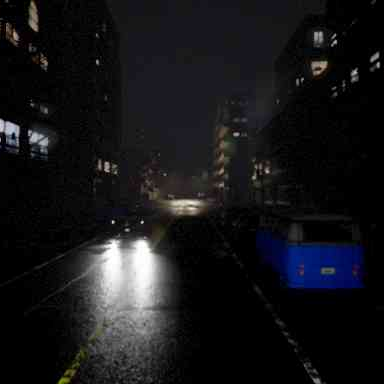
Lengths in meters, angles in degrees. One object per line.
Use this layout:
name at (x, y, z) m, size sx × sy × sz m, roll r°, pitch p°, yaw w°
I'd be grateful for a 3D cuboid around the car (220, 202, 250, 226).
car at (2.661, 1.497, 19.729) m, size 1.947 × 1.339 × 4.313 m, roll 0°, pitch 0°, yaw 0°

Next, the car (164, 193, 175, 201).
car at (-5.824, 1.351, 80.425) m, size 1.947 × 1.339 × 4.313 m, roll 0°, pitch 0°, yaw 0°

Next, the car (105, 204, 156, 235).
car at (-3.130, 1.537, 18.326) m, size 1.895 × 1.301 × 4.718 m, roll 0°, pitch 0°, yaw 0°

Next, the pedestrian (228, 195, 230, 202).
pedestrian at (6.044, 1.077, 54.116) m, size 0.500 × 1.100 × 0.500 m, roll 0°, pitch 0°, yaw 0°

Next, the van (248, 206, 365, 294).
van at (2.682, 1.310, 8.404) m, size 1.690 × 1.788 × 3.998 m, roll 0°, pitch 0°, yaw 0°

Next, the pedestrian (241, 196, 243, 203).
pedestrian at (8.045, 1.188, 53.519) m, size 0.500 × 1.100 × 0.500 m, roll 0°, pitch 0°, yaw 0°

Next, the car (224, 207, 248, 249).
car at (2.672, 1.516, 14.066) m, size 1.947 × 1.339 × 4.313 m, roll 0°, pitch 0°, yaw 0°

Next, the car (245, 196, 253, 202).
car at (13.350, 1.404, 68.135) m, size 5.009 × 1.841 × 2.192 m, roll 1°, pitch -1°, yaw -1°

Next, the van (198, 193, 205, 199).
van at (2.538, 1.109, 91.700) m, size 1.690 × 1.788 × 3.998 m, roll 0°, pitch 0°, yaw 0°

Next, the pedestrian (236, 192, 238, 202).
pedestrian at (7.045, 0.996, 52.918) m, size 0.375 × 1.860 × 0.375 m, roll 0°, pitch 0°, yaw 0°

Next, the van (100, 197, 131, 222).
van at (-5.728, 1.255, 25.374) m, size 1.690 × 1.788 × 3.998 m, roll 0°, pitch 0°, yaw 0°

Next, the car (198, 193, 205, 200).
car at (2.546, 1.321, 86.069) m, size 1.887 × 1.381 × 4.507 m, roll 0°, pitch 0°, yaw 0°
